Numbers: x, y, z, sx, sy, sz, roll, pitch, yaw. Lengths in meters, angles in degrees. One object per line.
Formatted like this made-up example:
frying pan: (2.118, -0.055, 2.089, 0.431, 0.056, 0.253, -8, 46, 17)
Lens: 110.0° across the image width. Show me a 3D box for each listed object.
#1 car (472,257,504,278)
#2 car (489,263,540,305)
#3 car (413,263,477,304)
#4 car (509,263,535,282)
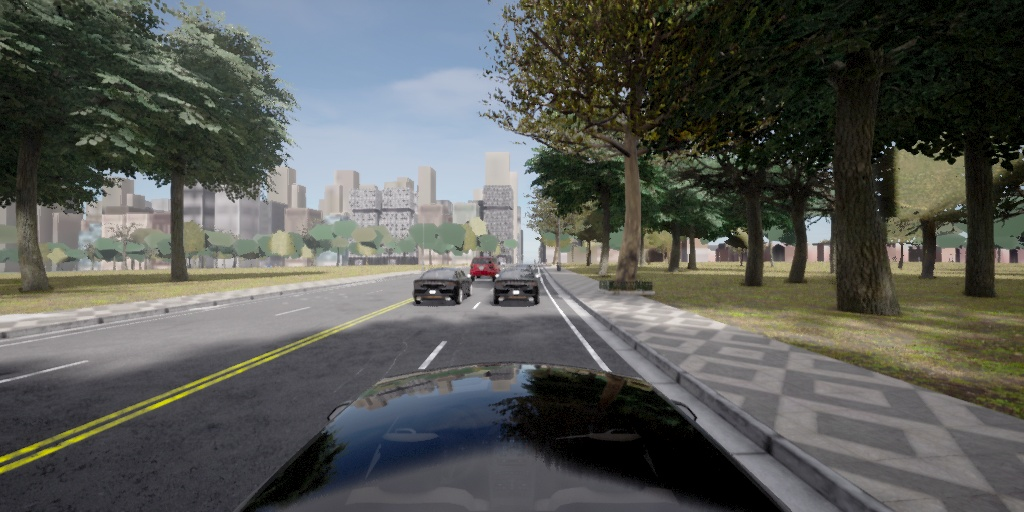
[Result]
car: (-2.288, 1.090, 31.394, 2.150, 2.045, 5.566, 0, 0, 4)
car: (0.238, 1.257, 16.324, 1.882, 1.535, 5.008, 0, 0, 2)
car: (-3.011, 1.259, 16.428, 1.882, 1.535, 5.008, 0, 0, 2)
car: (0.953, 1.391, 31.152, 2.033, 1.411, 5.357, 0, 0, 4)
